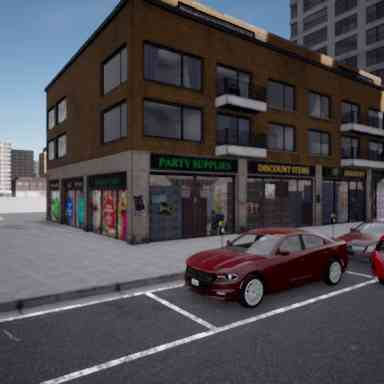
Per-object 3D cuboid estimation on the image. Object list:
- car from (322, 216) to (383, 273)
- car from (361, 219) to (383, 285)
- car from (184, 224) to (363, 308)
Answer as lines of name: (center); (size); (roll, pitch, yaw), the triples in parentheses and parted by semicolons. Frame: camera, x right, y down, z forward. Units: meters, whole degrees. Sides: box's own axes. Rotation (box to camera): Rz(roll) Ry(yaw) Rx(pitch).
car: (6.383, 1.579, 11.103); (4.206, 1.307, 1.802); (0, 0, -36)
car: (6.676, 1.219, 8.155); (5.566, 2.045, 2.150); (0, 0, -36)
car: (1.890, 1.543, 7.888); (4.507, 1.381, 1.887); (0, 0, -36)
